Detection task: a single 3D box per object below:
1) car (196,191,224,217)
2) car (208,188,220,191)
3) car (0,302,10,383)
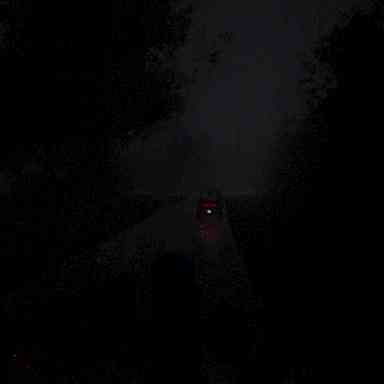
[{"bbox_3d":[1.361,0.996,25.063,1.837,1.490,4.892,0,2,4],"label":"car"},{"bbox_3d":[2.727,0.238,41.127,2.097,1.767,4.553,0,2,5],"label":"car"},{"bbox_3d":[-2.758,1.462,1.218,1.882,1.535,5.008,1,0,1],"label":"car"}]
